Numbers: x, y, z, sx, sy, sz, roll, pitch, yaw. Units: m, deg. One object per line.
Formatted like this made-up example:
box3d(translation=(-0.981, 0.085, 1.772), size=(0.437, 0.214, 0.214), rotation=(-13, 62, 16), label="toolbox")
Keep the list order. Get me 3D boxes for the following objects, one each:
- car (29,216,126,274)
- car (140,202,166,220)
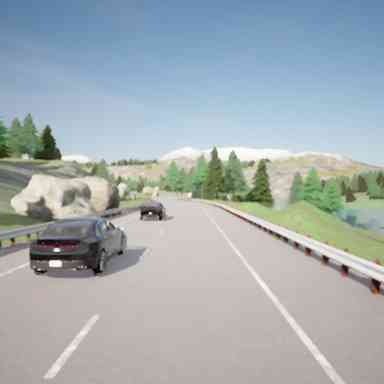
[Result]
box3d(translation=(-3.407, 1.551, 10.716), size=(1.837, 1.490, 4.892), rotation=(0, 0, 0), label="car")
box3d(translation=(-3.420, 1.604, 29.817), size=(1.882, 1.535, 5.008), rotation=(0, 0, 0), label="car")
